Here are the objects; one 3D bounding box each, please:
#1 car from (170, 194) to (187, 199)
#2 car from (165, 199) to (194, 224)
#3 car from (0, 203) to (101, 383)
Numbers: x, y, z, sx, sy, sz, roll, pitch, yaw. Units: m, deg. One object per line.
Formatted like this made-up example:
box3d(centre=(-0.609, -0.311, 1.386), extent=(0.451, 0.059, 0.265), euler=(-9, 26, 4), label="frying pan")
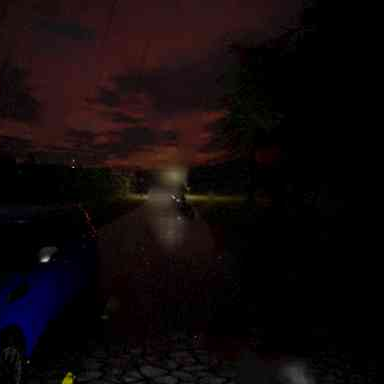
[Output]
box3d(centre=(-1.642, 0.939, 40.723), extent=(2.033, 1.411, 5.357), euler=(-1, 2, -2), label="car")
box3d(centre=(-0.864, 1.394, 23.134), extent=(1.895, 1.301, 4.718), euler=(-1, 1, -2), label="car")
box3d(centre=(-2.894, 1.235, 4.835), extent=(2.150, 2.045, 5.566), euler=(-1, 0, -2), label="car")
